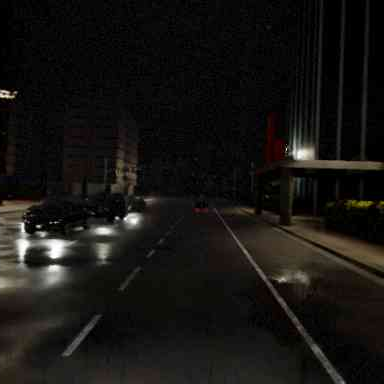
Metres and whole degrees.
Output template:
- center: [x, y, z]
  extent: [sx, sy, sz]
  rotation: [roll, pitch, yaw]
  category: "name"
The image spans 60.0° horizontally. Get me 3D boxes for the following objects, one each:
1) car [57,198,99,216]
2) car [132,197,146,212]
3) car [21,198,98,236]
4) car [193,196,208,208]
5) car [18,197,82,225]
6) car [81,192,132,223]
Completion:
- center: [-9.748, 1.239, 28.785]
  extent: [1.994, 1.385, 4.181]
  rotation: [2, 0, 2]
  category: "car"
- center: [-5.996, 1.276, 34.871]
  extent: [2.128, 1.511, 4.902]
  rotation: [2, 0, 2]
  category: "car"
- center: [-6.631, 1.272, 16.979]
  extent: [1.837, 1.490, 4.892]
  rotation: [2, 0, 2]
  category: "car"
- center: [1.475, 1.640, 50.082]
  extent: [1.895, 1.301, 4.718]
  rotation: [2, 0, 2]
  category: "car"
- center: [-9.823, 1.203, 23.571]
  extent: [2.033, 1.411, 5.357]
  rotation: [2, 2, 2]
  category: "car"
- center: [-6.304, 1.051, 24.236]
  extent: [2.150, 2.045, 5.566]
  rotation: [2, 0, 2]
  category: "car"
